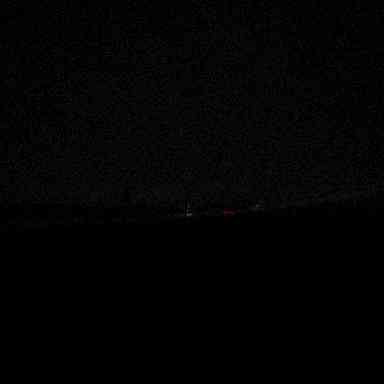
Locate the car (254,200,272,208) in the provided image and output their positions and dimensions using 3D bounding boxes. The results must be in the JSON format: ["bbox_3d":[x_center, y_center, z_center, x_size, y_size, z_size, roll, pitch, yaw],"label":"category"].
[{"bbox_3d":[12.905,2.150,60.553,1.812,1.442,4.674,-2,-1,36],"label":"car"}]

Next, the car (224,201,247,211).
[{"bbox_3d":[6.866,2.187,52.105,2.128,1.511,4.902,-2,-1,36],"label":"car"}]

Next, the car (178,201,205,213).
[{"bbox_3d":[-0.011,2.142,48.770,2.097,1.767,4.553,-2,-1,36],"label":"car"}]
